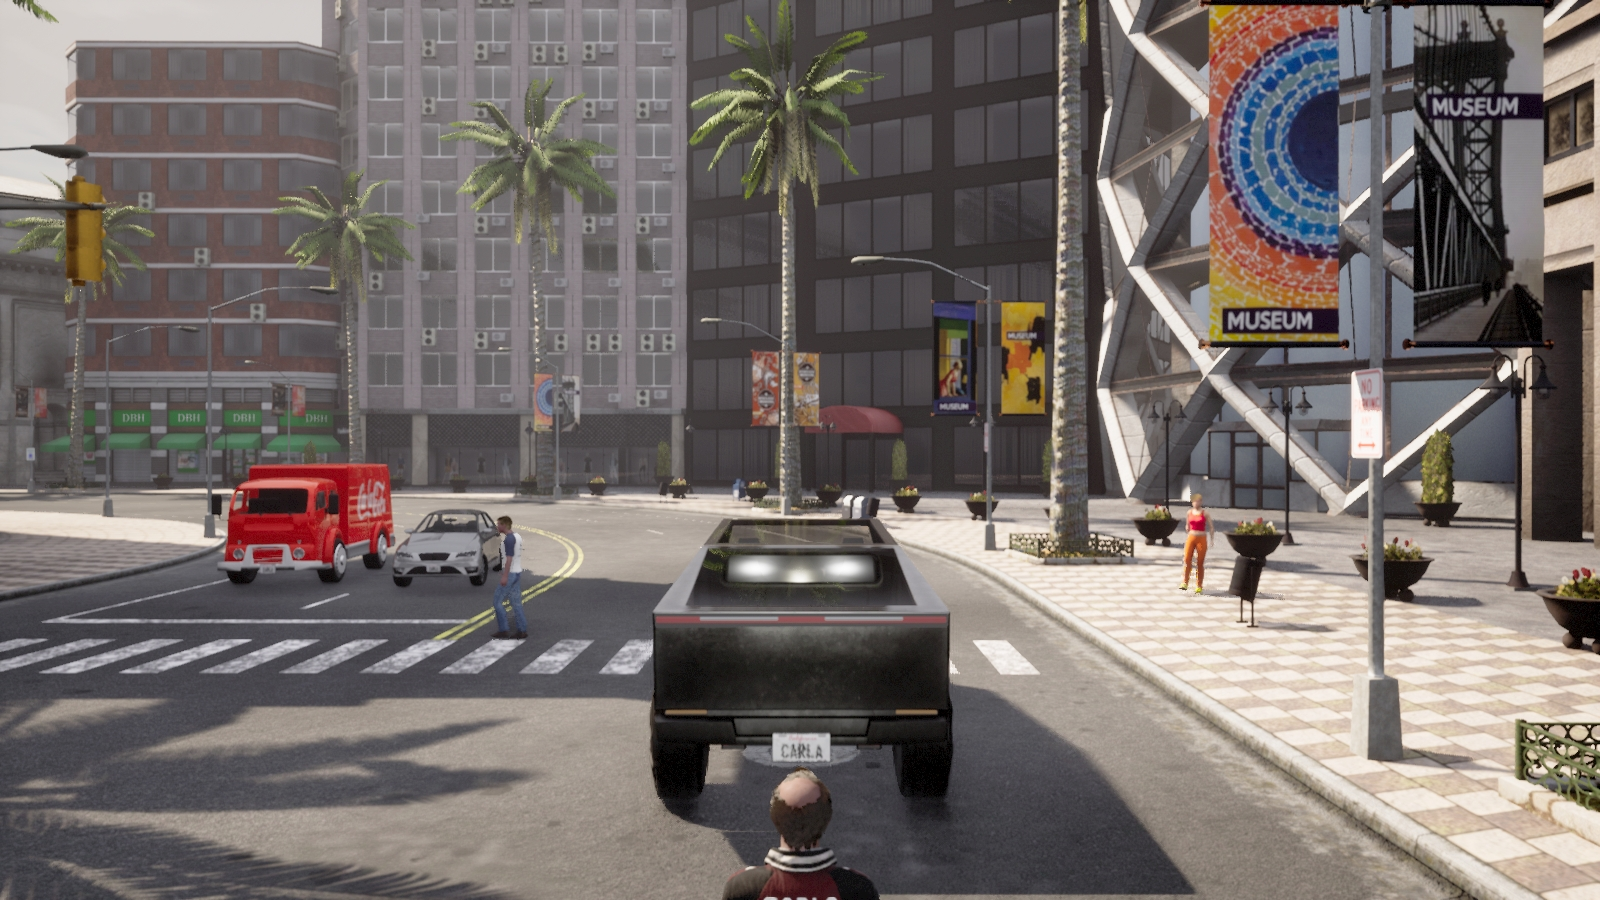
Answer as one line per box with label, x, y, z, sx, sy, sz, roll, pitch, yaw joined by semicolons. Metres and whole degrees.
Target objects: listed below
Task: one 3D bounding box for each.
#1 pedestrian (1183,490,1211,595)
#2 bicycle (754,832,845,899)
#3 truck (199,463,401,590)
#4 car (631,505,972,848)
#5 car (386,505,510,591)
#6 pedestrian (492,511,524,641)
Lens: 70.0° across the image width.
pedestrian;7.224;1.676;20.790;0.375;1.860;0.375;0;0;36
bicycle;-0.003;2.206;3.921;0.329;1.171;1.835;0;0;0
truck;-10.857;1.545;25.350;2.627;2.467;5.204;0;0;-6
car;0.009;1.742;11.147;2.390;2.098;6.274;0;0;0
car;-7.495;2.043;24.687;1.816;1.474;4.193;0;0;-7
pedestrian;-4.274;1.833;16.734;0.375;1.860;0.375;0;0;1
